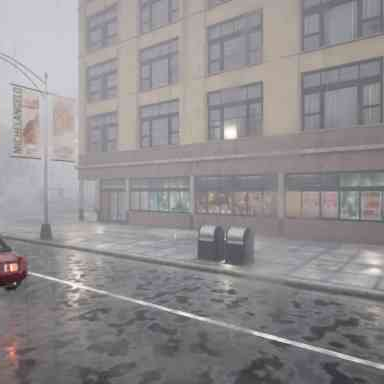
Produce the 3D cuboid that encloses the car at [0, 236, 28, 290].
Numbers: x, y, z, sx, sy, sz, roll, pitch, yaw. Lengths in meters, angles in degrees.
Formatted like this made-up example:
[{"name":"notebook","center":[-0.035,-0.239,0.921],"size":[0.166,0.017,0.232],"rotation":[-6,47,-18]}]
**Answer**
[{"name":"car","center":[-5.678,1.601,8.136],"size":[1.895,1.301,4.718],"rotation":[0,0,-42]}]
